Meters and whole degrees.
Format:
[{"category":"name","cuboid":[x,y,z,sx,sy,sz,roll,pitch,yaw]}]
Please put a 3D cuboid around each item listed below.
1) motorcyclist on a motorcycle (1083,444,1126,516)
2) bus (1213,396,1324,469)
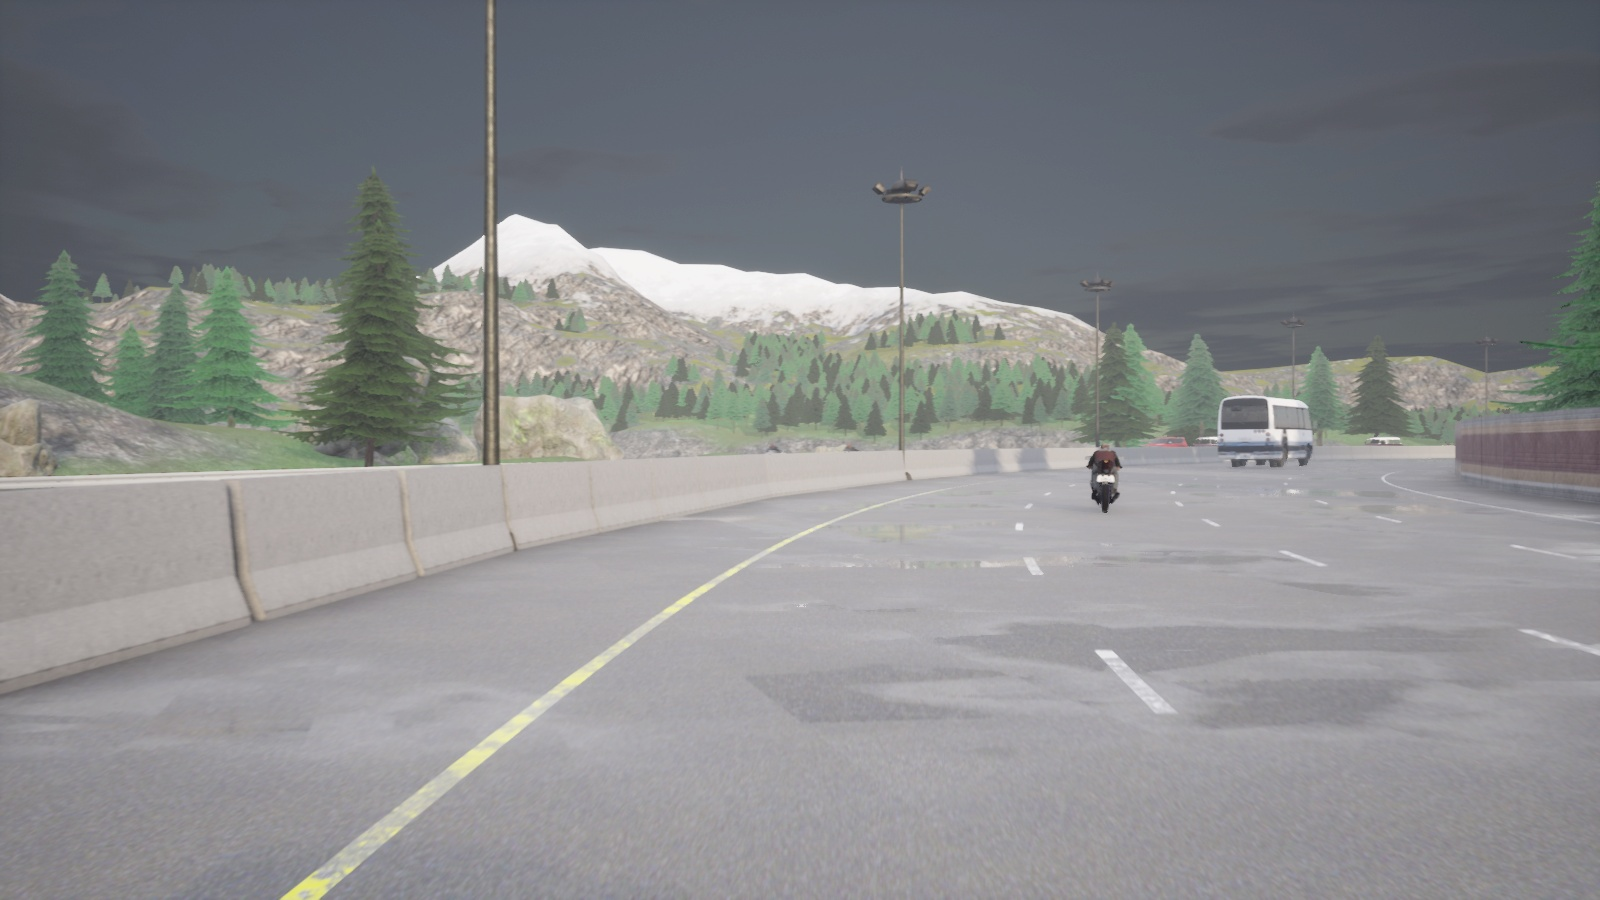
[{"category":"motorcyclist on a motorcycle","cuboid":[6.747,0.632,27.880,0.866,1.530,2.191,1,0,13]},{"category":"bus","cuboid":[29.395,-1.039,78.426,3.944,4.253,10.273,0,0,35]}]
